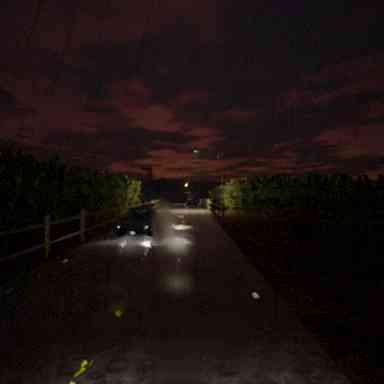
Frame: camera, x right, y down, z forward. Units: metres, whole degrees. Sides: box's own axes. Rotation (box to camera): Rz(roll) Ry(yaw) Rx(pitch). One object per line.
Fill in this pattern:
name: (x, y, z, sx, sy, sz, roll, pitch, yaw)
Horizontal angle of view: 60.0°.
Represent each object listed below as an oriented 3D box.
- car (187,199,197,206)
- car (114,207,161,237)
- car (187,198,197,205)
car: (-0.001, 2.062, 64.945, 1.994, 1.385, 4.181, 0, -1, 0)
car: (-2.803, 1.558, 18.377, 2.033, 1.411, 5.357, 0, 0, 0)
car: (-0.001, 2.159, 74.989, 1.994, 1.385, 4.181, 0, -1, 0)
